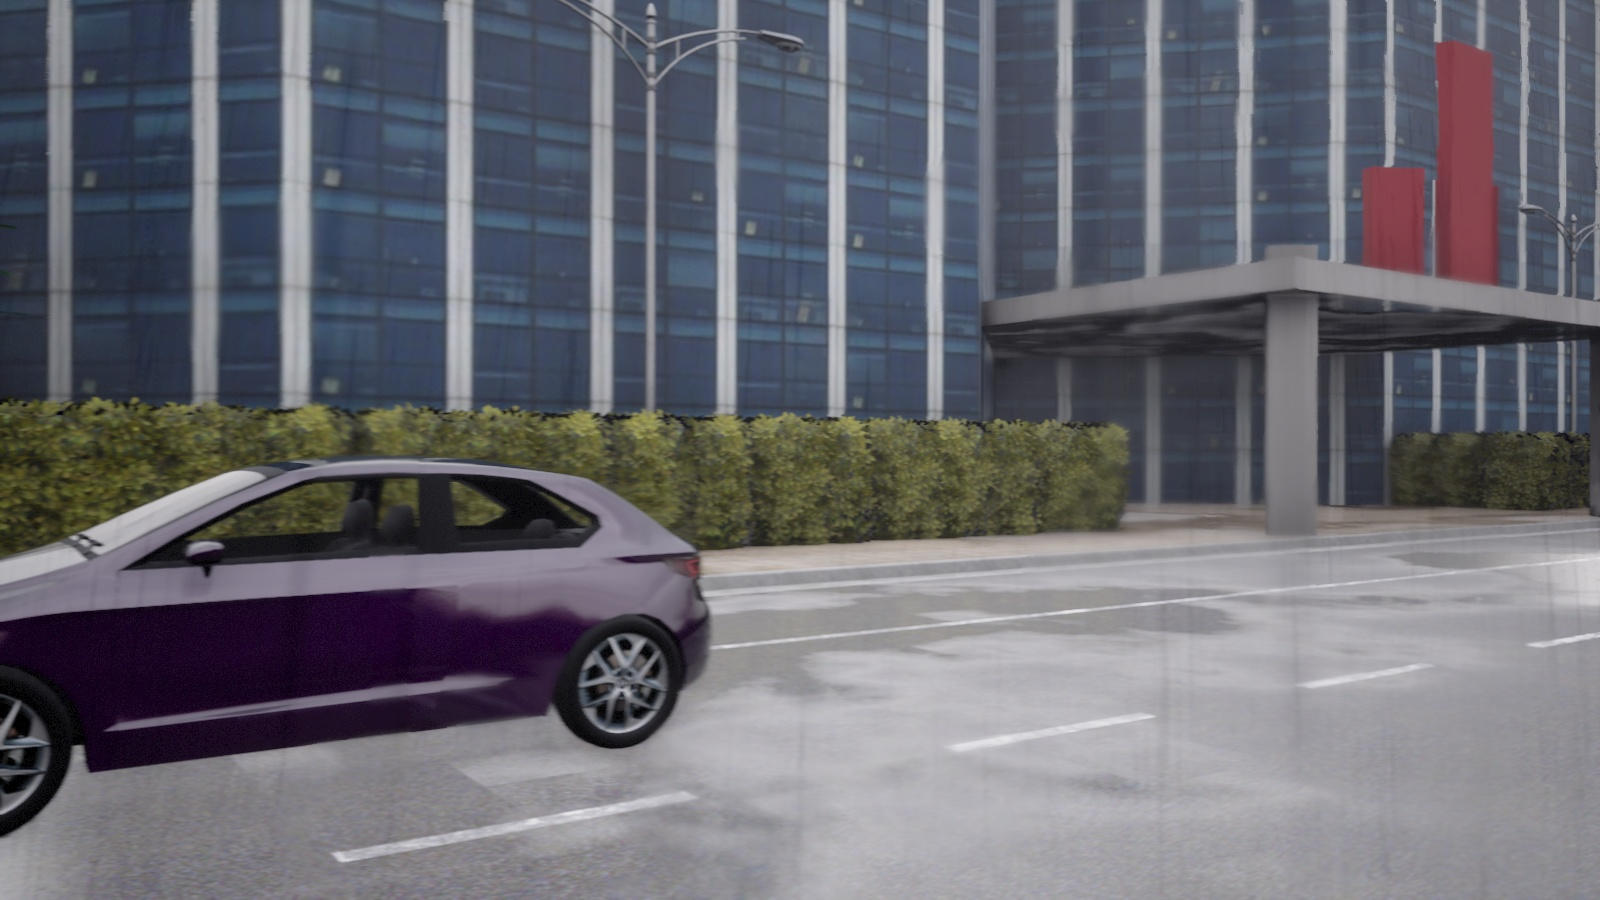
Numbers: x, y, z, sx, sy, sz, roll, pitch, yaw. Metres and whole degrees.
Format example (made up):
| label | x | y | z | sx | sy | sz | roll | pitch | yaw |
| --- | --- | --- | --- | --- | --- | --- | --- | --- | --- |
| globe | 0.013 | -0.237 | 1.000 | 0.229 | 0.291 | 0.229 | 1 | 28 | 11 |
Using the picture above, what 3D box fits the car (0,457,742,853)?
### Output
| label | x | y | z | sx | sy | sz | roll | pitch | yaw |
| --- | --- | --- | --- | --- | --- | --- | --- | --- | --- |
| car | -2.545 | 0.779 | 6.152 | 4.193 | 1.474 | 1.816 | 0 | 0 | -35 |
